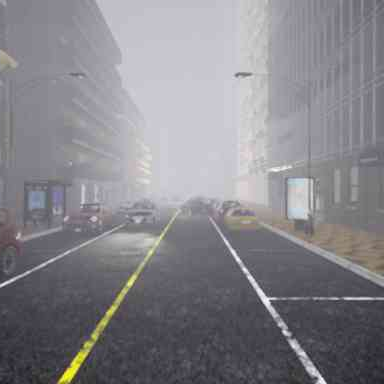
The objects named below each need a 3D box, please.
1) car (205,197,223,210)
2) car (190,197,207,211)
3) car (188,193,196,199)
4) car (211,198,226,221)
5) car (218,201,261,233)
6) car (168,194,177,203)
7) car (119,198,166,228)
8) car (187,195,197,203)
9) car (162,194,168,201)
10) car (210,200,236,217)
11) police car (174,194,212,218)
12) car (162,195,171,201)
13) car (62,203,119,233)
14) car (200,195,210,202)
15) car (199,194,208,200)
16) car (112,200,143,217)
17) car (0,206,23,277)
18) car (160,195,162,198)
[{"bbox_3d":[2.697,1.389,41.188,1.947,1.339,4.313,0,0,0],"label":"car"},{"bbox_3d":[0.787,1.335,39.420,1.837,1.490,4.892,0,0,1],"label":"car"},{"bbox_3d":[0.014,1.014,80.807,1.812,1.442,4.674,0,0,0],"label":"car"},{"bbox_3d":[2.694,1.334,24.241,1.967,1.590,4.097,0,0,0],"label":"car"},{"bbox_3d":[2.692,1.443,18.764,1.752,1.417,4.829,0,0,0],"label":"car"},{"bbox_3d":[-3.010,1.215,63.494,1.882,1.535,5.008,0,0,0],"label":"car"},{"bbox_3d":[-3.097,1.397,21.537,2.128,1.511,4.902,0,0,0],"label":"car"},{"bbox_3d":[0.011,1.256,65.080,1.812,1.442,4.674,0,0,0],"label":"car"},{"bbox_3d":[-5.679,1.157,69.431,1.967,1.590,4.097,0,0,0],"label":"car"},{"bbox_3d":[2.694,1.420,29.891,2.008,1.369,4.403,0,0,0],"label":"car"},{"bbox_3d":[0.252,1.296,29.389,1.930,1.638,5.238,0,0,-18],"label":"police car"},{"bbox_3d":[-5.678,1.278,75.080,1.802,1.307,4.206,0,0,0],"label":"car"},{"bbox_3d":[-5.688,1.358,18.595,1.967,1.590,4.097,0,0,0],"label":"car"},{"bbox_3d":[2.701,1.261,69.430,1.887,1.381,4.507,0,0,0],"label":"car"},{"bbox_3d":[2.703,1.227,80.728,2.008,1.369,4.403,0,0,0],"label":"car"},{"bbox_3d":[-5.686,1.420,29.892,2.008,1.369,4.403,0,0,0],"label":"car"},{"bbox_3d":[-5.691,1.283,7.297,2.192,1.841,5.009,0,0,0],"label":"car"},{"bbox_3d":[-5.683,1.327,46.668,1.752,1.417,4.829,0,0,0],"label":"car"}]
